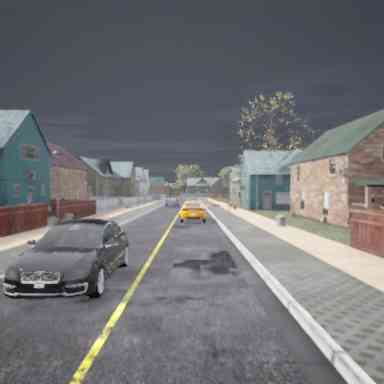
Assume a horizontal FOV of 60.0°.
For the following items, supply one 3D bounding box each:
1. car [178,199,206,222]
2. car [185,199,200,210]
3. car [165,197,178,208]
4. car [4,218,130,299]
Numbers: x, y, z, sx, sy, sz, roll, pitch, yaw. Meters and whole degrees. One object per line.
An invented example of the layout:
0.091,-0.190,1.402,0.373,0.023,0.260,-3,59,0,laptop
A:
0.088,1.467,26.505,1.882,1.535,5.008,0,0,0,car
0.081,1.585,43.136,1.895,1.301,4.718,0,0,0,car
-2.852,1.509,47.627,1.812,1.442,4.674,0,0,0,car
-2.845,1.503,8.608,1.837,1.490,4.892,0,0,0,car
